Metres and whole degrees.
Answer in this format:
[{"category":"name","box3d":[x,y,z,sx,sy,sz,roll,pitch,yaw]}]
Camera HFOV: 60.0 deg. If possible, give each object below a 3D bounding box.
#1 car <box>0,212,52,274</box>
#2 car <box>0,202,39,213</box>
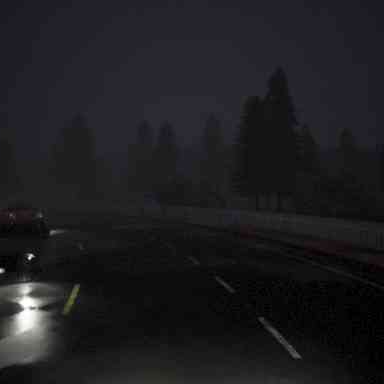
[{"category":"car","box3d":[-5.685,1.615,10.872,2.033,1.411,5.357,0,0,-19]},{"category":"car","box3d":[-11.706,1.520,22.669,2.097,1.767,4.553,0,0,-38]}]
